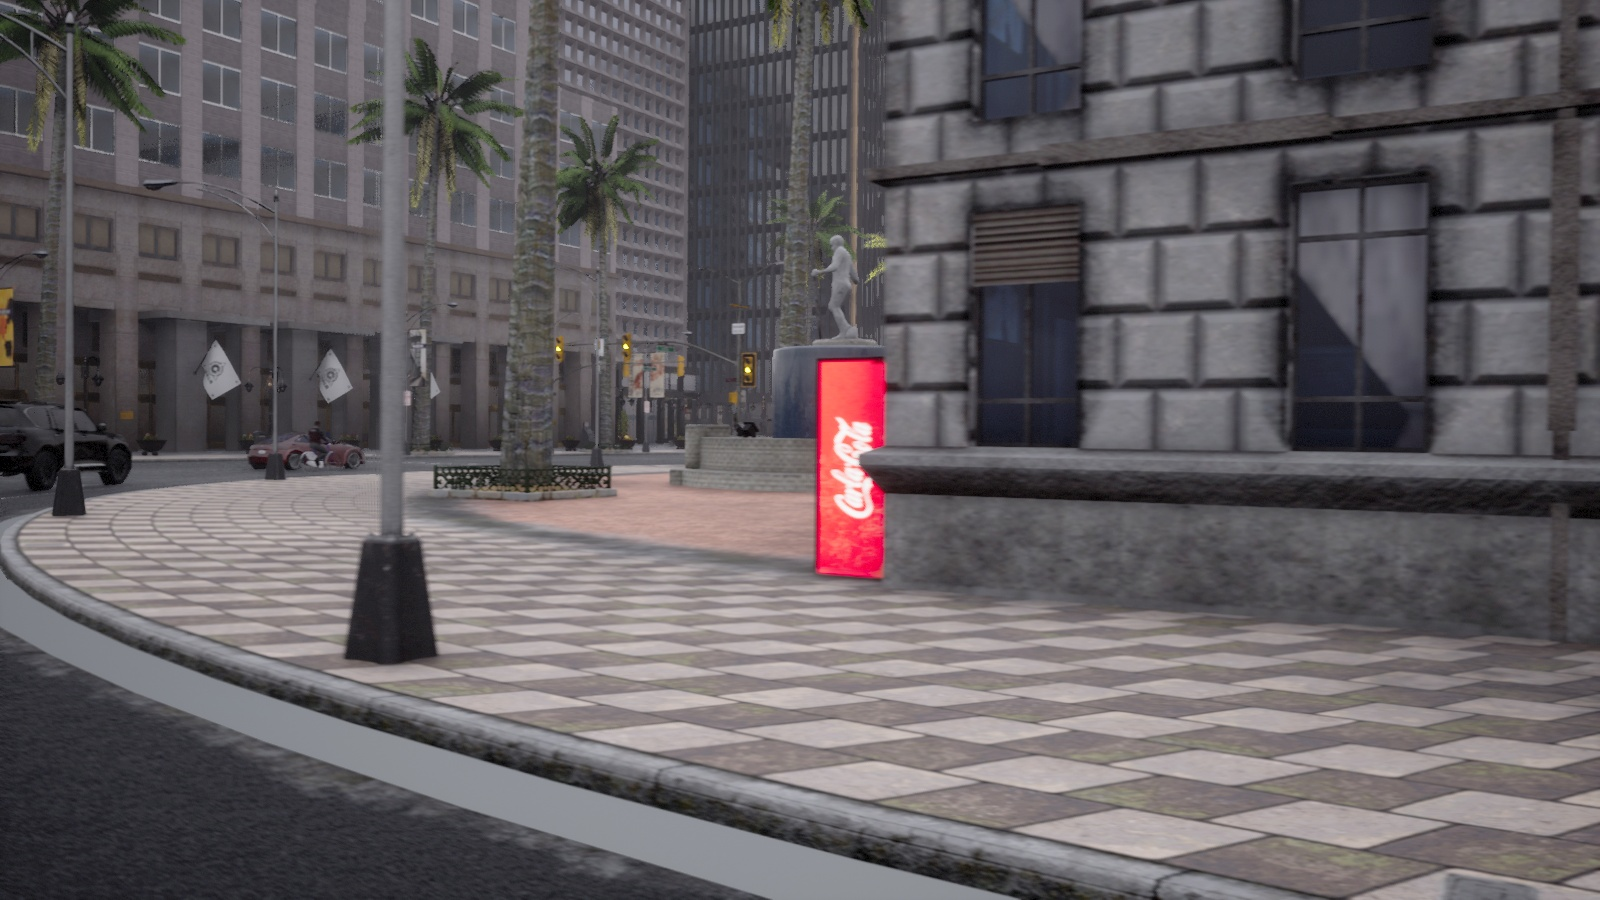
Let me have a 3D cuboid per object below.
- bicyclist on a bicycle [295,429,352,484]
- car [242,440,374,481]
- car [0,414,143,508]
[{"bbox_3d":[-15.764,0.191,41.612,0.659,1.776,1.843,0,1,22],"label":"bicyclist on a bicycle"},{"bbox_3d":[-17.787,0.349,45.586,1.994,1.385,4.181,0,1,27],"label":"car"},{"bbox_3d":[-18.221,0.213,30.125,2.150,2.045,5.566,-1,1,-2],"label":"car"}]
